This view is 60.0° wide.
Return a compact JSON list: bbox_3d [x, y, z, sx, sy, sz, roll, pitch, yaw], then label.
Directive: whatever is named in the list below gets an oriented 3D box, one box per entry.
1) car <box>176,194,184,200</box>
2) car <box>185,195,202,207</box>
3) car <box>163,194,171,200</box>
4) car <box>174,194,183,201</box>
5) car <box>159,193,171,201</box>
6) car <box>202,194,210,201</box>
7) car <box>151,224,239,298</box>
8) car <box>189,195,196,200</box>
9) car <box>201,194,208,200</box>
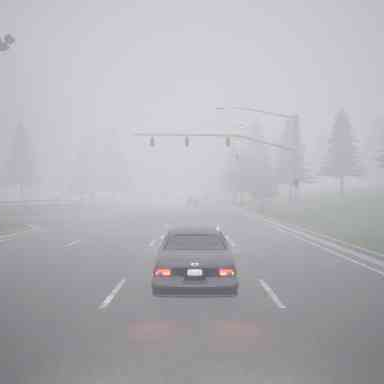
[{"bbox_3d":[-3.414,1.357,93.820,2.128,1.511,4.902,0,0,0],"label":"car"},{"bbox_3d":[0.046,1.352,52.754,2.097,1.767,4.553,0,0,0],"label":"car"},{"bbox_3d":[-6.914,1.385,93.823,1.994,1.385,4.181,0,0,0],"label":"car"},{"bbox_3d":[-3.423,1.517,83.816,1.812,1.442,4.674,0,0,0],"label":"car"},{"bbox_3d":[-6.924,1.217,83.433,2.150,2.045,5.566,0,0,0],"label":"car"},{"bbox_3d":[3.576,1.492,83.393,1.837,1.490,4.892,0,0,0],"label":"car"},{"bbox_3d":[0.074,1.547,8.714,2.033,1.411,5.357,0,0,0],"label":"car"},{"bbox_3d":[0.086,1.540,94.230,2.033,1.411,5.357,0,0,0],"label":"car"},{"bbox_3d":[3.586,1.310,93.813,1.882,1.535,5.008,0,0,0],"label":"car"}]
